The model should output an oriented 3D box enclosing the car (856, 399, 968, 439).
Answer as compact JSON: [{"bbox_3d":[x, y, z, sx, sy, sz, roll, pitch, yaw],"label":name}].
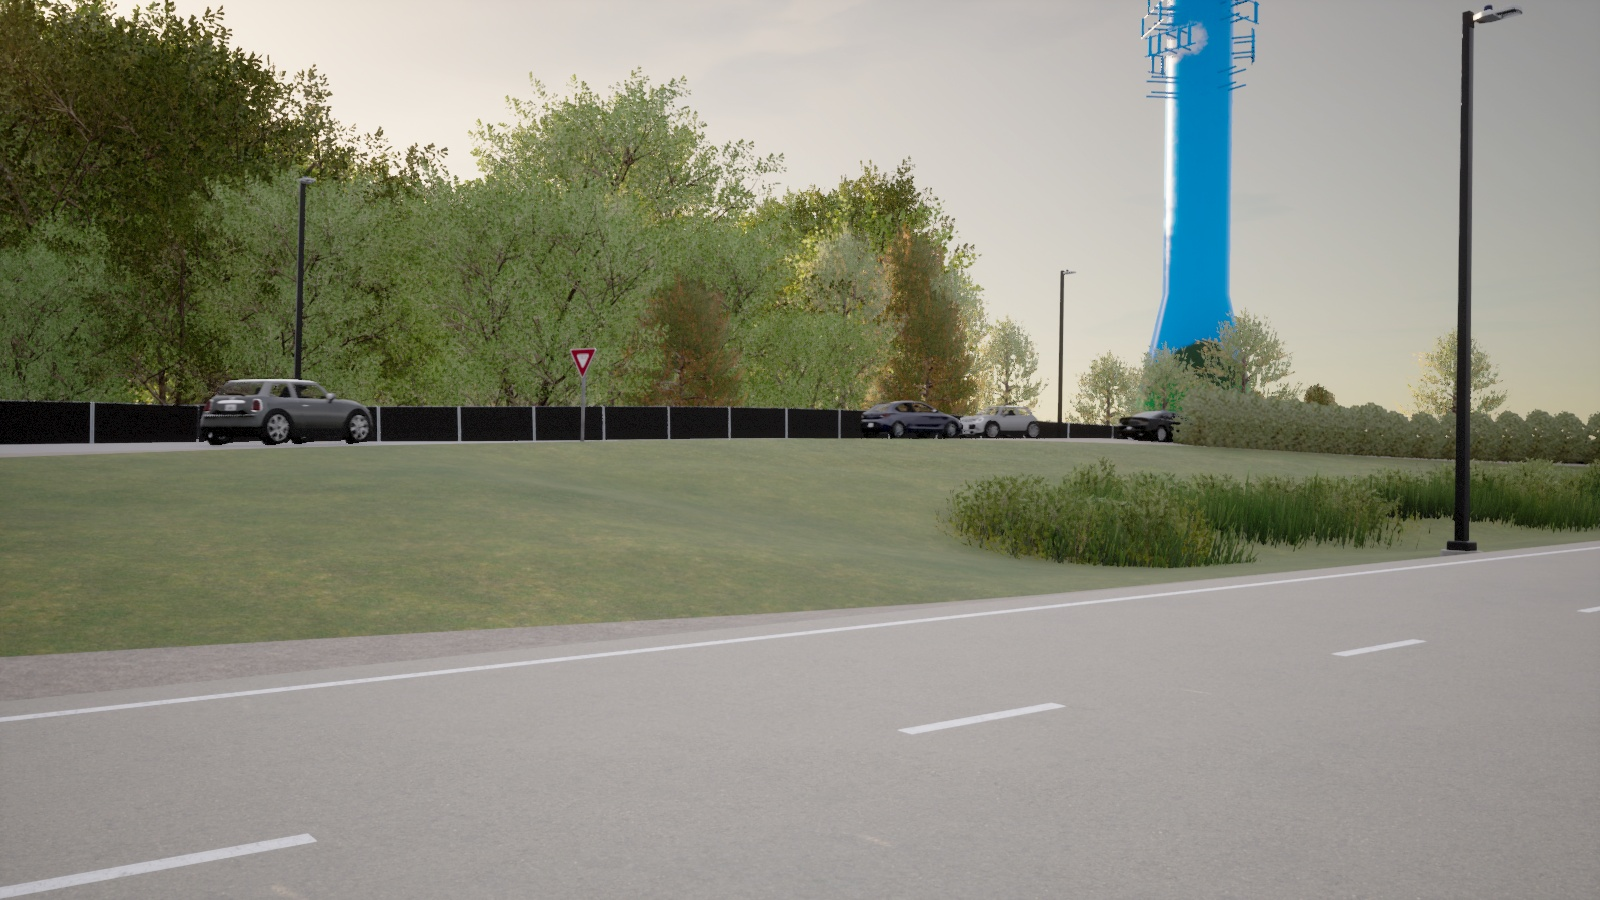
[{"bbox_3d":[4.365,-1.169,48.745,4.193,1.474,1.816,-1,0,-37],"label":"car"}]

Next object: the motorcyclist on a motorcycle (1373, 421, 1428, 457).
[{"bbox_3d":[29.720,-0.542,62.150,2.350,1.649,0.766,2,-1,-6],"label":"motorcyclist on a motorcycle"}]

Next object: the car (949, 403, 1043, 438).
[{"bbox_3d":[8.759,-1.297,55.965,3.806,1.475,1.970,-1,0,-34],"label":"car"}]

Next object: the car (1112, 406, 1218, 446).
[{"bbox_3d":[16.679,-1.077,57.259,5.008,1.535,1.882,3,-2,-35],"label":"car"}]

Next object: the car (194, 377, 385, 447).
[{"bbox_3d":[-11.614,-0.847,28.833,1.970,1.475,3.806,0,1,21],"label":"car"}]
